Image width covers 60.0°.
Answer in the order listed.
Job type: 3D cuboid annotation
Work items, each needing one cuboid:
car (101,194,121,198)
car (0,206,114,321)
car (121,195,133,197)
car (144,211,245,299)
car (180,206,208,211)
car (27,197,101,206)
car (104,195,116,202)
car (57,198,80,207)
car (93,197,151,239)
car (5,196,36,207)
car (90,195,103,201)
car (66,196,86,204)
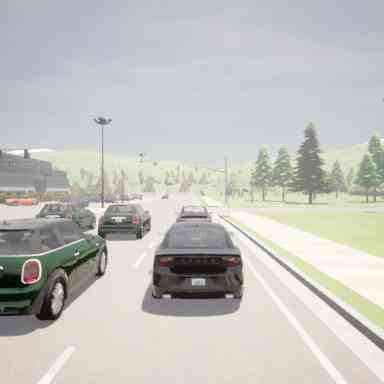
[{"bbox_3d":[-16.175,1.502,66.413,1.837,1.490,4.892,0,0,0],"label":"car"},{"bbox_3d":[-3.387,1.352,7.450,2.097,1.767,4.553,0,0,0],"label":"car"},{"bbox_3d":[-16.138,1.552,80.254,1.994,1.385,4.181,0,0,0],"label":"car"},{"bbox_3d":[0.114,1.478,8.499,1.882,1.535,5.008,0,0,0],"label":"car"},{"bbox_3d":[0.100,1.491,17.917,2.128,1.511,4.902,0,0,0],"label":"car"},{"bbox_3d":[-6.915,1.352,18.553,2.097,1.767,4.553,0,0,0],"label":"car"},{"bbox_3d":[-19.639,1.552,79.709,1.994,1.385,4.181,0,0,0],"label":"car"},{"bbox_3d":[-19.716,1.600,53.286,1.895,1.301,4.718,0,0,1],"label":"car"},{"bbox_3d":[-3.411,1.352,17.573,2.097,1.767,4.553,0,0,0],"label":"car"},{"bbox_3d":[-26.657,1.352,52.056,2.097,1.767,4.553,-1,0,43],"label":"car"},{"bbox_3d":[-23.137,1.552,80.941,1.994,1.385,4.181,0,0,0],"label":"car"},{"bbox_3d":[-23.162,1.525,66.577,2.128,1.511,4.902,0,0,0],"label":"car"}]
